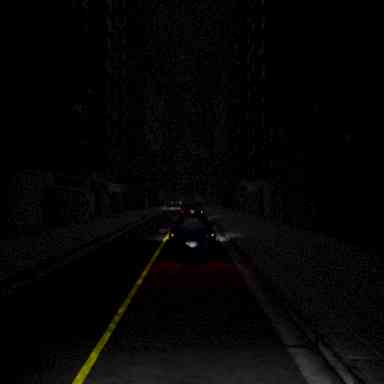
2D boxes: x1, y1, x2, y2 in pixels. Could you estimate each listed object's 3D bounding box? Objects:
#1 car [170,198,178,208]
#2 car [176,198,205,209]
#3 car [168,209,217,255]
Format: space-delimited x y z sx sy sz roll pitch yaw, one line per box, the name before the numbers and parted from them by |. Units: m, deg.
car | -2.749 1.951 60.446 2.097 1.767 4.553 0 -1 1
car | 0.045 1.635 28.423 2.097 1.767 4.553 0 -1 0
car | 0.036 1.664 13.900 1.812 1.442 4.674 0 0 1
